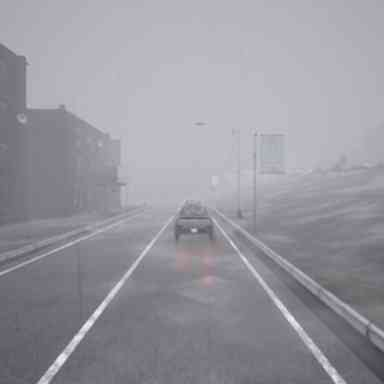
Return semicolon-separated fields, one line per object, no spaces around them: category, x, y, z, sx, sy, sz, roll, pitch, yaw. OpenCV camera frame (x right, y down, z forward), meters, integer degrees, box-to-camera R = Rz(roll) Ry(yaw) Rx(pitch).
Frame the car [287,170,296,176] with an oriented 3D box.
car;22.073;-3.831;69.199;2.002;1.452;4.674;0;1;-3

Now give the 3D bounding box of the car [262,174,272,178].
car;21.466;-4.302;91.195;2.185;1.767;4.553;0;1;-1

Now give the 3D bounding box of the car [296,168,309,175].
car;22.427;-3.769;63.662;2.097;1.535;5.008;0;1;-4

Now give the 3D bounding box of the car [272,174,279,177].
car;21.707;-4.045;80.258;2.231;1.521;4.892;0;1;-1

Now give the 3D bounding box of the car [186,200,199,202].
car;0.088;1.591;38.330;1.895;1.301;4.718;0;0;0

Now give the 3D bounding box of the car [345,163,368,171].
car;24.222;-3.423;46.993;2.002;1.452;4.674;0;1;-7

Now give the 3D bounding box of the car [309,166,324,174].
car;22.897;-3.794;58.156;2.185;1.767;4.553;0;1;-5

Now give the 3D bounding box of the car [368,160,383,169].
car;25.029;-3.362;41.632;2.231;1.521;4.892;0;1;-9

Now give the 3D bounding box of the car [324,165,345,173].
car;23.518;-3.534;52.466;2.163;1.488;4.792;0;1;-6

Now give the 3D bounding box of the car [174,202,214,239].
car;0.094;1.487;17.138;2.128;1.511;4.902;0;0;0

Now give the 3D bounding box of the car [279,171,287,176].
car;21.838;-3.967;74.741;2.231;1.521;4.892;0;1;-1
